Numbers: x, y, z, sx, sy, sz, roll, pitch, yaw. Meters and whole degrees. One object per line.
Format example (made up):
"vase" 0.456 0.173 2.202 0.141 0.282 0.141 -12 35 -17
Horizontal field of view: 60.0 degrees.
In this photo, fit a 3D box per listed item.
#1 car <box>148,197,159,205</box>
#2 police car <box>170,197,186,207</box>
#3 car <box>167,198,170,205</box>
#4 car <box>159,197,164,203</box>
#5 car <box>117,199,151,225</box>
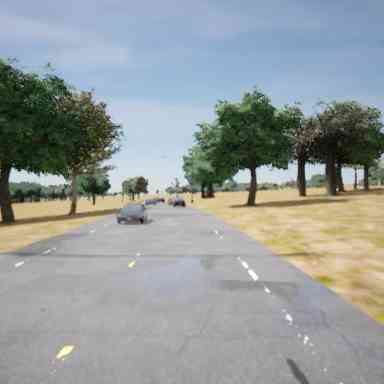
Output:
"car" -8.162 1.939 66.116 1.994 1.385 4.181 0 -1 -7
"police car" -2.146 1.655 55.010 1.930 1.638 5.238 0 -1 -7
"car" -3.383 1.893 64.879 1.812 1.442 4.674 0 -1 -8
"car" -8.241 2.129 88.826 1.837 1.490 4.892 0 -1 -11
"car" -4.281 1.524 24.367 1.812 1.442 4.674 0 0 -3
